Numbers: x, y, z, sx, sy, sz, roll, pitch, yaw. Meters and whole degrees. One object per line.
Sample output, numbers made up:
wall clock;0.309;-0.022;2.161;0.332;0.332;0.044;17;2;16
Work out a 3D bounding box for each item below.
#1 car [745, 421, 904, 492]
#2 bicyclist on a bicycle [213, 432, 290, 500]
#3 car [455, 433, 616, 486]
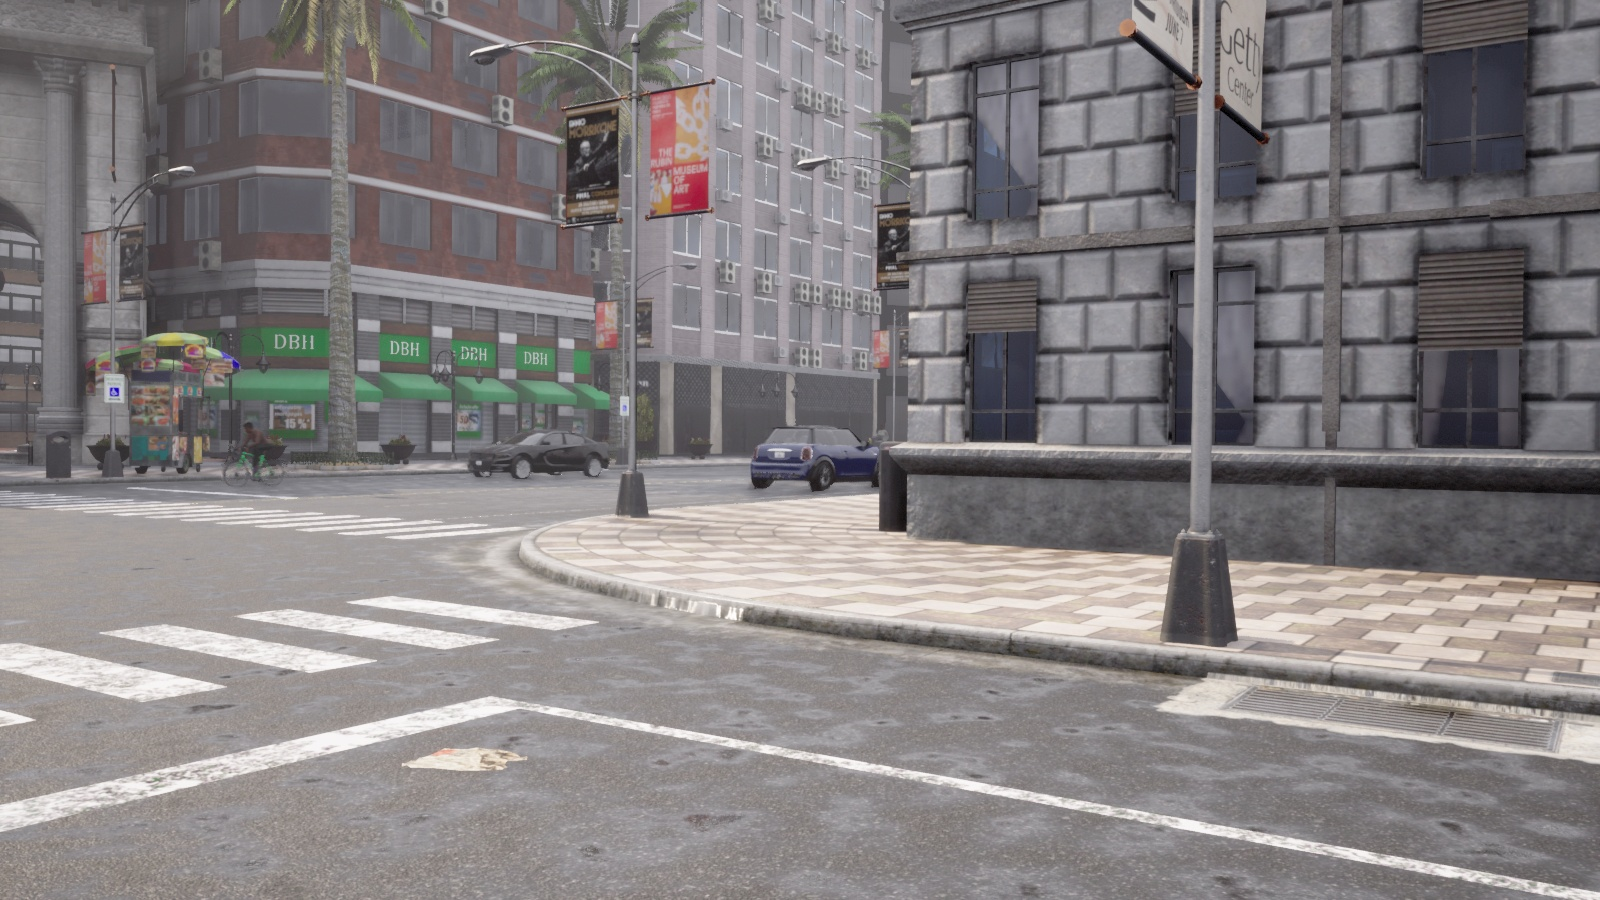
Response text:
car;0.735;0.124;33.663;2.097;1.767;4.553;0;1;34
bicyclist on a bicycle;-13.612;0.382;31.195;0.582;1.620;1.656;0;1;34
car;-8.155;0.247;39.258;1.882;1.535;5.008;0;1;34
